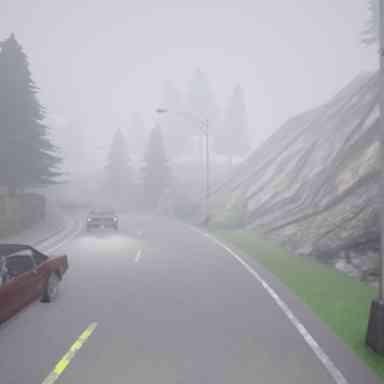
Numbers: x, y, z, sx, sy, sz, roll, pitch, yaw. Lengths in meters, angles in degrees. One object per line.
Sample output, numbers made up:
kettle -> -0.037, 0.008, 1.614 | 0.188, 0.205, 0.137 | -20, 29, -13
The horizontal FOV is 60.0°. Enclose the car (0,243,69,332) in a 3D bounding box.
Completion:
car -> -3.733, 1.626, 5.500 | 1.895, 1.301, 4.718 | 0, 0, -2

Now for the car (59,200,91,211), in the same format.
car -> -15.895, 1.748, 45.171 | 5.357, 1.411, 2.033 | 0, 0, 37

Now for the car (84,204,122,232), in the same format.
car -> -5.772, 1.696, 21.362 | 1.895, 1.301, 4.718 | 0, 0, -16

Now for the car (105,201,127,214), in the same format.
car -> -8.962, 1.733, 38.020 | 1.994, 1.385, 4.181 | 0, 0, -32
